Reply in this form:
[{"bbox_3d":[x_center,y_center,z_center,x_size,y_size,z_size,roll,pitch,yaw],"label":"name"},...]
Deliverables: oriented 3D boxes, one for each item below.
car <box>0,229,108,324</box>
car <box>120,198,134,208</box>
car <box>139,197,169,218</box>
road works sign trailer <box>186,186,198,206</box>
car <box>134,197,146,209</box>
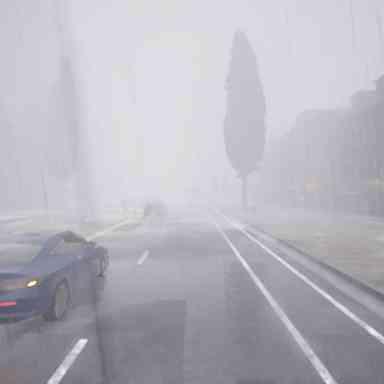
[{"bbox_3d":[-3.150,1.499,7.020,1.812,1.442,4.674,0,0,0],"label":"car"},{"bbox_3d":[-9.803,1.667,51.603,1.837,1.490,4.892,0,0,0],"label":"car"},{"bbox_3d":[-3.147,1.494,29.335,1.837,1.490,4.892,0,0,0],"label":"car"},{"bbox_3d":[0.006,0.755,62.532,2.380,3.560,2.880,0,-1,0],"label":"road works sign trailer"},{"bbox_3d":[-6.572,1.483,47.965,2.097,1.767,4.553,0,-1,0],"label":"car"}]
